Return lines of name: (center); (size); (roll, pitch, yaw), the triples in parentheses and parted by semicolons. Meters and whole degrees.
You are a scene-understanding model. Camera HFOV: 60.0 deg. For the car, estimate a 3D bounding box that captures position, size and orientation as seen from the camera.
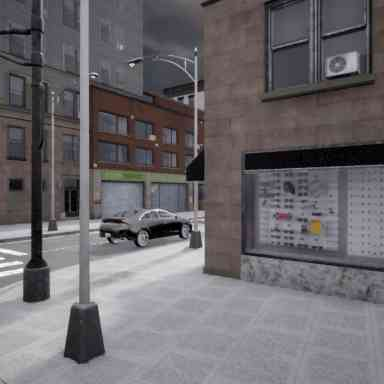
car: (-1.875, 1.459, 14.950); (2.128, 1.511, 4.902); (0, 0, 35)
